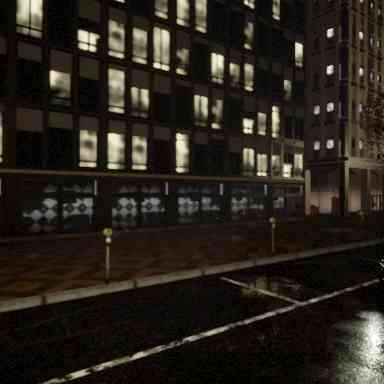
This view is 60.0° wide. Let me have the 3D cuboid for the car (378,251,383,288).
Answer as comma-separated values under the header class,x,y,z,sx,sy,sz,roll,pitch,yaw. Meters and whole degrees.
class,x,y,z,sx,sy,sz,roll,pitch,yaw
car,6.356,1.484,7.917,5.008,1.535,1.882,0,0,-36
